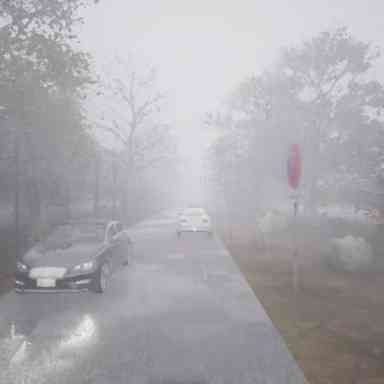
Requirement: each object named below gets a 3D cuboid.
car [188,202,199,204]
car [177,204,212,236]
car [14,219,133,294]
[{"bbox_3d":[0.207,1.825,36.275,1.994,1.385,4.181,0,-1,0],"label":"car"},{"bbox_3d":[0.134,1.620,18.754,1.812,1.442,4.674,0,-1,0],"label":"car"},{"bbox_3d":[-2.835,1.515,8.938,2.128,1.511,4.902,0,0,0],"label":"car"}]
